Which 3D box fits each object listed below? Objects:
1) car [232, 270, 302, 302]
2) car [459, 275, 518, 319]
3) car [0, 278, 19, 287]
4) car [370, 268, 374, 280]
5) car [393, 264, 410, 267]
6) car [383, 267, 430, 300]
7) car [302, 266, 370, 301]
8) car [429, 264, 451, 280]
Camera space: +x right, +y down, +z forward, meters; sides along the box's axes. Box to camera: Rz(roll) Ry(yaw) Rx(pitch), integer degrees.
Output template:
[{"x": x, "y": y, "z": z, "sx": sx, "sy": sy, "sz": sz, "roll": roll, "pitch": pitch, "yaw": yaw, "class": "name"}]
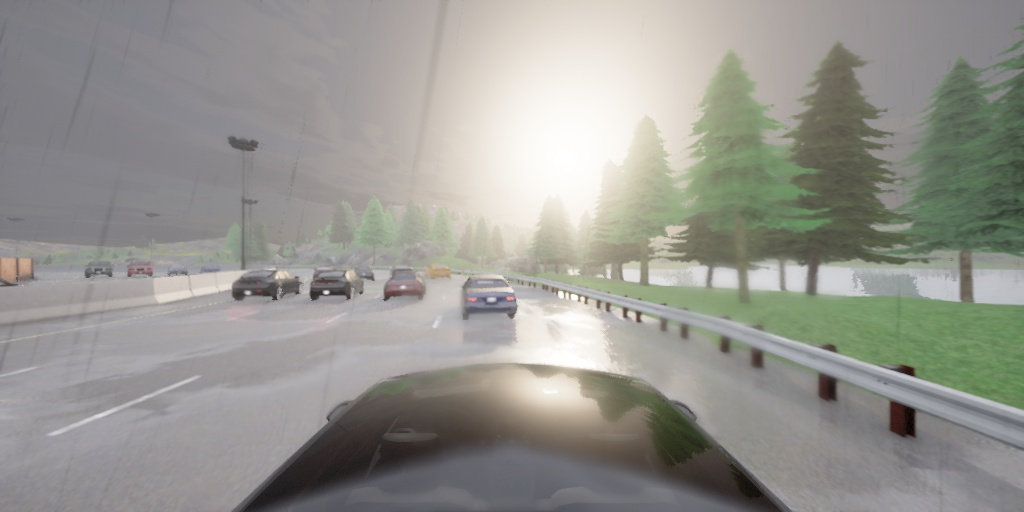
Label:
[{"x": -12.699, "y": 1.478, "z": 18.945, "sx": 1.837, "sy": 1.490, "sz": 4.892, "roll": 0, "pitch": 0, "yaw": -12, "class": "car"}, {"x": -0.986, "y": 1.404, "z": 13.459, "sx": 2.033, "sy": 1.411, "sz": 5.357, "roll": 0, "pitch": 0, "yaw": -8, "class": "car"}, {"x": -22.590, "y": 1.595, "z": 14.540, "sx": 1.895, "sy": 1.301, "sz": 4.718, "roll": 0, "pitch": -1, "yaw": -12, "class": "car"}, {"x": -14.767, "y": 1.690, "z": 35.551, "sx": 1.994, "sy": 1.385, "sz": 4.181, "roll": 0, "pitch": -1, "yaw": -24, "class": "car"}, {"x": -11.203, "y": 1.587, "z": 36.161, "sx": 1.882, "sy": 1.535, "sz": 5.008, "roll": 0, "pitch": -1, "yaw": -23, "class": "car"}, {"x": -5.648, "y": 1.497, "z": 19.261, "sx": 1.994, "sy": 1.385, "sz": 4.181, "roll": 0, "pitch": 0, "yaw": -12, "class": "car"}, {"x": -9.153, "y": 1.458, "z": 19.078, "sx": 1.837, "sy": 1.490, "sz": 4.892, "roll": 0, "pitch": 0, "yaw": -12, "class": "car"}, {"x": -7.567, "y": 1.569, "z": 36.514, "sx": 1.882, "sy": 1.535, "sz": 5.008, "roll": 0, "pitch": -1, "yaw": -23, "class": "car"}]
